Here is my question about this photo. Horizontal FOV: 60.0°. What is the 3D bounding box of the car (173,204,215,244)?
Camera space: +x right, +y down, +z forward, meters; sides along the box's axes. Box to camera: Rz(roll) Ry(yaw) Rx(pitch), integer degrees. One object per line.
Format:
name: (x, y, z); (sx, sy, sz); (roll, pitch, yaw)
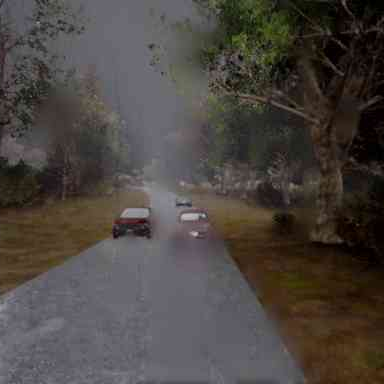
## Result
car: (0.069, 1.544, 15.833); (1.812, 1.442, 4.674); (-1, 0, 0)

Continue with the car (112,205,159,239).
car: (-2.869, 1.502, 17.679); (1.882, 1.535, 5.008); (0, 0, 0)

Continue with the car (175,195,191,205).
car: (-1.182, 1.092, 42.897); (1.994, 1.385, 4.181); (-1, 3, -5)
